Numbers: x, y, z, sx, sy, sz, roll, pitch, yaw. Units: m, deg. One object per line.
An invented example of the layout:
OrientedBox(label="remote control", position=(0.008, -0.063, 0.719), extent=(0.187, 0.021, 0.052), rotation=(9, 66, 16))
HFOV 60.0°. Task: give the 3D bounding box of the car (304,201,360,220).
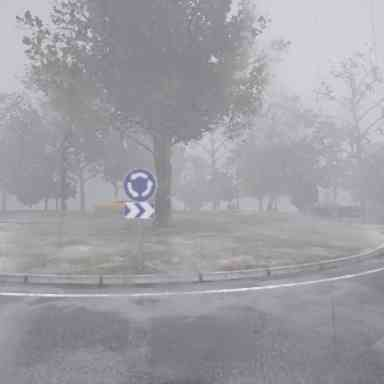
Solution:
OrientedBox(label="car", position=(11.802, 1.493, 28.390), extent=(1.882, 1.535, 5.008), rotation=(1, 0, -24))

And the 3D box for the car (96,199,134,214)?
OrientedBox(label="car", position=(-7.803, 1.493, 35.881), extent=(5.008, 1.535, 1.882), rotation=(0, -1, -15))
